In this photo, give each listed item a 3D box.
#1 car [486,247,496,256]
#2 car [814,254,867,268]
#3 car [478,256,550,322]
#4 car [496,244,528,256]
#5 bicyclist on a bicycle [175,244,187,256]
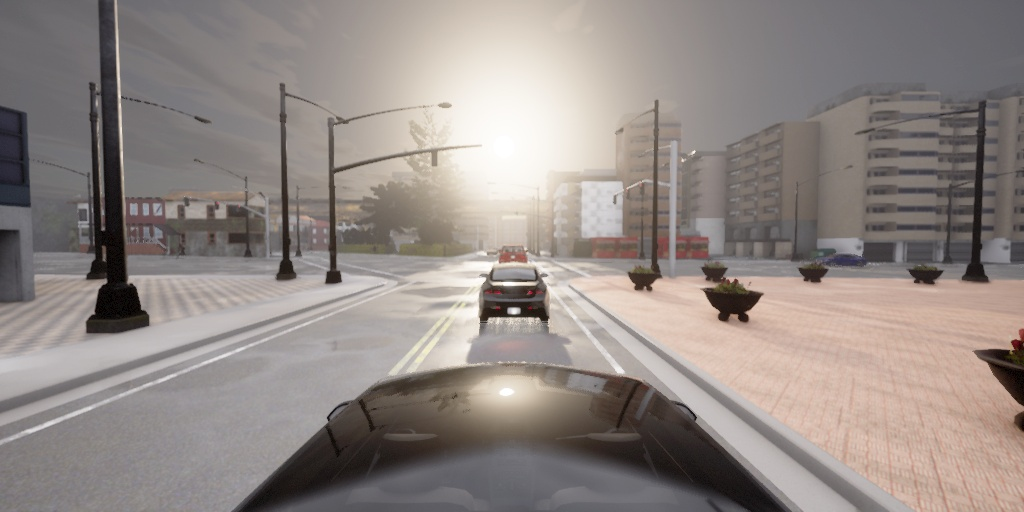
[{"bbox_3d":[-3.530,-0.792,63.583,2.033,1.411,5.357,0,2,1],"label":"car"},{"bbox_3d":[34.383,0.465,37.562,4.674,1.442,1.812,1,2,0],"label":"car"},{"bbox_3d":[0.062,0.947,10.864,1.837,1.490,4.892,0,2,0],"label":"car"},{"bbox_3d":[0.080,0.086,28.667,2.150,2.045,5.566,0,2,0],"label":"car"},{"bbox_3d":[-42.678,-0.755,46.227,0.582,1.620,1.656,1,2,0],"label":"bicyclist on a bicycle"}]
